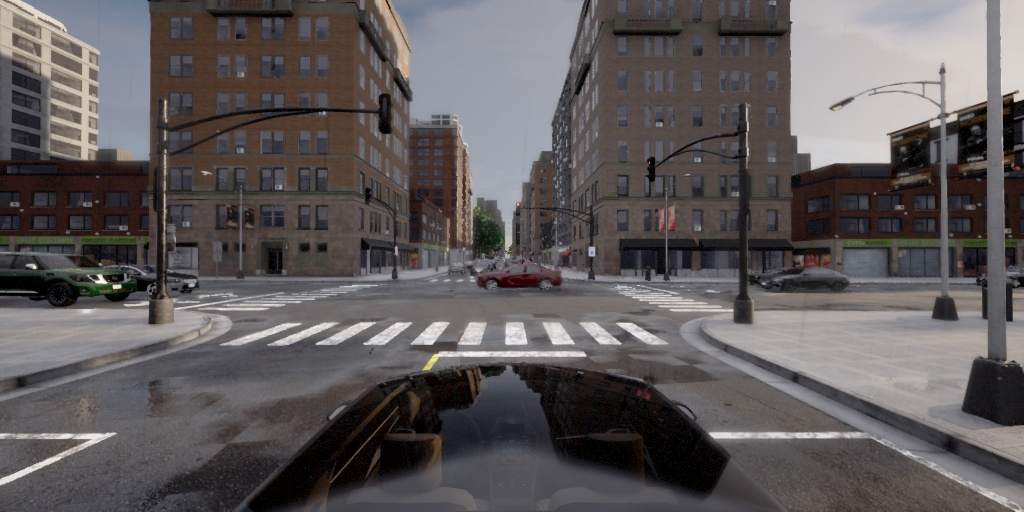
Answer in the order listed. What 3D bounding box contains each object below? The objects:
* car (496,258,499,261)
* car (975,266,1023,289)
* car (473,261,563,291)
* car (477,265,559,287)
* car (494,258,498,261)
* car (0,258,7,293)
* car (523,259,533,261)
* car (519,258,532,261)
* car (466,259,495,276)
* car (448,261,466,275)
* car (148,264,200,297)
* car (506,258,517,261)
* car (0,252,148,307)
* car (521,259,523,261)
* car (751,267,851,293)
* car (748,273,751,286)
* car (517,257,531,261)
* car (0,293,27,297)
[{"bbox_3d":[-3.467,1.321,57.824,1.837,1.490,4.892,0,0,0],"label":"car"},{"bbox_3d":[34.984,1.444,24.604,4.902,1.511,2.128,0,0,0],"label":"car"},{"bbox_3d":[0.472,1.225,21.102,5.008,1.535,1.882,0,0,0],"label":"car"},{"bbox_3d":[0.379,1.306,24.354,5.357,1.411,2.033,0,0,0],"label":"car"},{"bbox_3d":[-3.360,1.340,47.443,2.033,1.411,5.357,0,0,-1],"label":"car"},{"bbox_3d":[-28.377,0.977,17.445,4.553,1.767,2.097,0,0,-1],"label":"car"},{"bbox_3d":[2.475,1.324,39.985,1.888,1.381,4.507,0,0,-1],"label":"car"},{"bbox_3d":[2.351,1.325,51.168,1.751,1.417,4.829,0,0,-1],"label":"car"},{"bbox_3d":[-3.255,1.268,37.638,2.128,1.511,4.902,0,0,0],"label":"car"},{"bbox_3d":[-6.050,1.329,39.895,2.007,1.370,4.403,0,0,-1],"label":"car"},{"bbox_3d":[-18.119,1.155,17.513,4.902,1.511,2.128,0,0,-1],"label":"car"},{"bbox_3d":[-0.319,1.315,60.416,2.128,1.511,4.902,0,0,-1],"label":"car"},{"bbox_3d":[-18.469,0.858,14.268,5.566,2.045,2.150,0,0,0],"label":"car"},{"bbox_3d":[2.414,1.355,45.492,1.948,1.339,4.313,0,0,-1],"label":"car"},{"bbox_3d":[17.256,1.372,21.229,4.674,1.442,1.812,0,0,0],"label":"car"},{"bbox_3d":[18.345,1.478,24.489,4.718,1.301,1.895,0,0,0],"label":"car"},{"bbox_3d":[2.292,1.128,56.505,2.192,1.841,5.009,0,0,-1],"label":"car"},{"bbox_3d":[-5.856,1.189,1.534,1.967,1.591,4.097,0,0,0],"label":"car"}]
